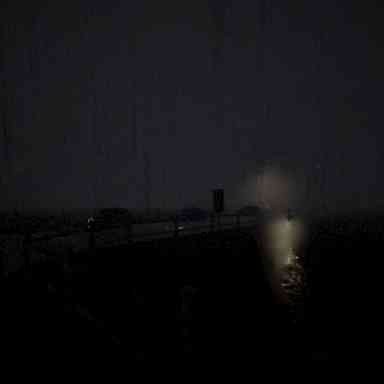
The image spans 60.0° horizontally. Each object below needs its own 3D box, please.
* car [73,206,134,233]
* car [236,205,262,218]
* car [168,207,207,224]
[{"bbox_3d":[-6.424,1.952,24.510,2.097,1.767,4.553,-1,-2,35],"label":"car"},{"bbox_3d":[7.554,2.542,44.107,1.882,1.535,5.008,-1,-1,36],"label":"car"},{"bbox_3d":[-0.386,2.277,32.994,1.882,1.535,5.008,-1,-2,35],"label":"car"}]
